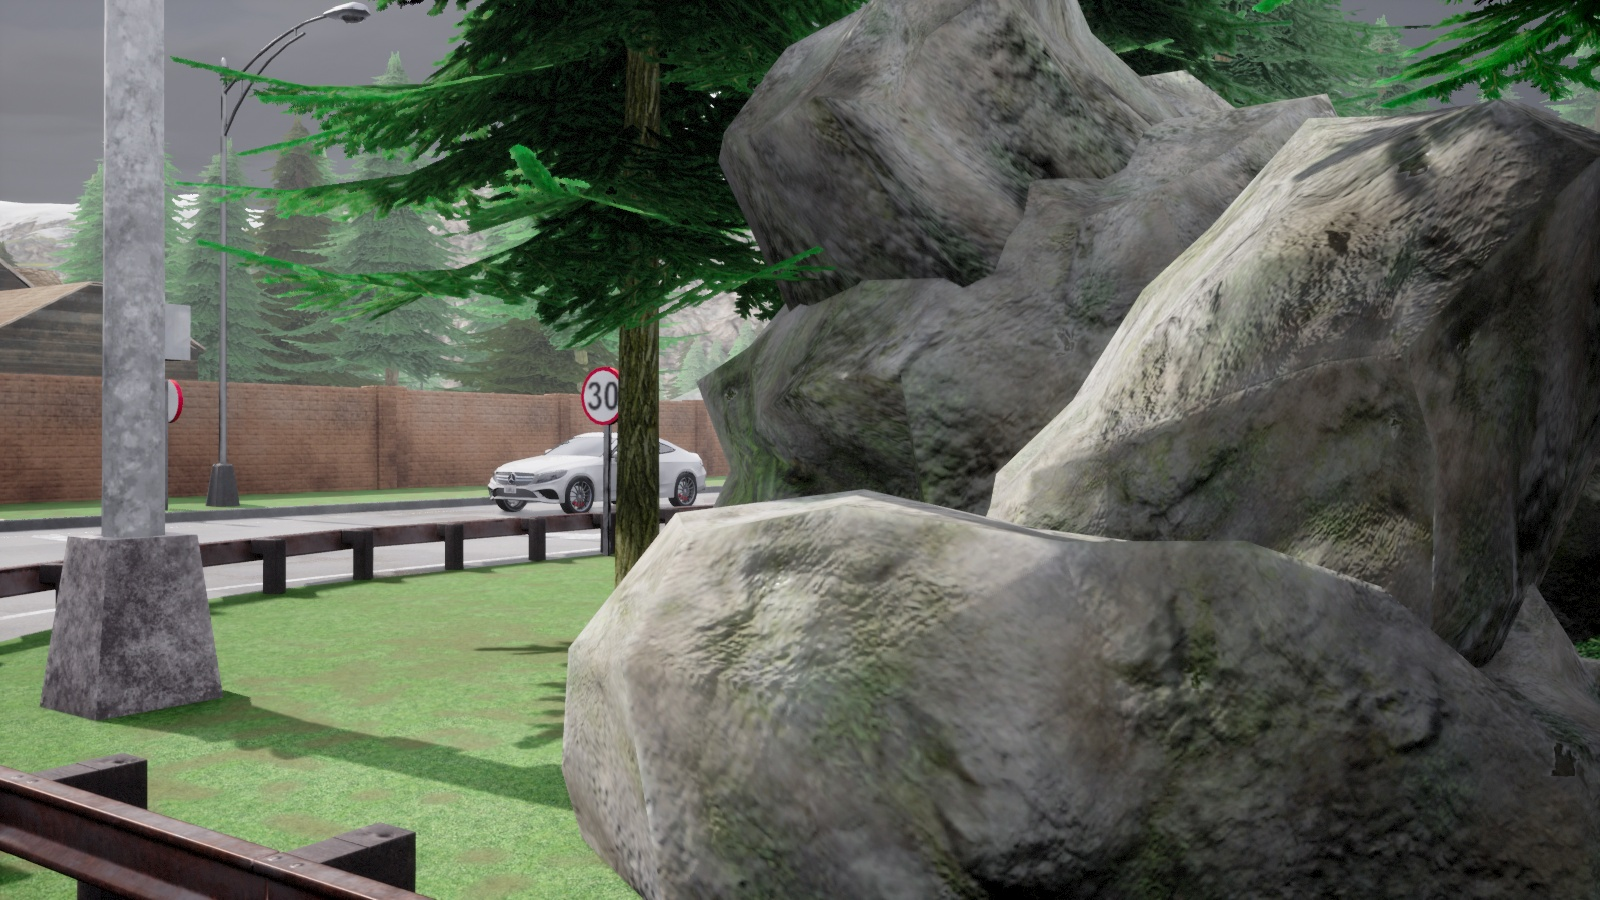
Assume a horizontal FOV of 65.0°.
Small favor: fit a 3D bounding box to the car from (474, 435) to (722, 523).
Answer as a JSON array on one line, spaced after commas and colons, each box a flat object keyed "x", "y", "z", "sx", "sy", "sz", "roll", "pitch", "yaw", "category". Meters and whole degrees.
[{"x": -3.608, "y": 0.457, "z": 23.271, "sx": 1.812, "sy": 1.442, "sz": 4.674, "roll": 0, "pitch": 1, "yaw": 34, "category": "car"}]
